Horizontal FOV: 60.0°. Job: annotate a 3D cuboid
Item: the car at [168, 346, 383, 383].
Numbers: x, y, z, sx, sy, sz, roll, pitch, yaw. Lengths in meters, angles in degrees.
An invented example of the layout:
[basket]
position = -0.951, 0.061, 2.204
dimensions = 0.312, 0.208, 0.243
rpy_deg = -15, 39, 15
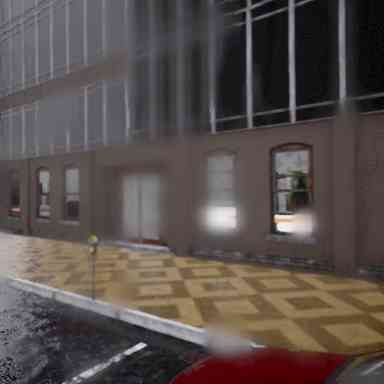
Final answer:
[car]
position = 1.605, 1.578, 1.729
dimensions = 4.206, 1.307, 1.802
rpy_deg = -1, 0, 36
